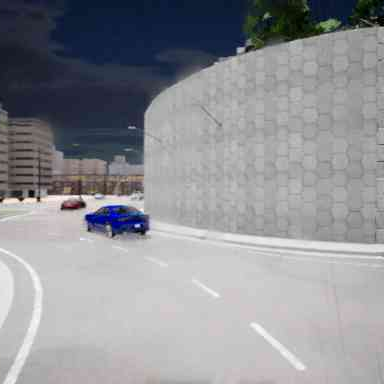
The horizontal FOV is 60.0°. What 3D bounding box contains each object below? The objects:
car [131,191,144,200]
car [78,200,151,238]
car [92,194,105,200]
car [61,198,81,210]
[{"bbox_3d":[-12.544,0.817,77.217,2.150,2.045,5.566,0,0,3],"label":"car"},{"bbox_3d":[-4.028,1.407,17.332,1.882,1.535,5.008,0,0,-38],"label":"car"},{"bbox_3d":[-22.841,1.180,81.670,1.812,1.442,4.674,0,0,3],"label":"car"},{"bbox_3d":[-13.958,1.390,39.499,1.994,1.385,4.181,0,0,-1],"label":"car"}]
